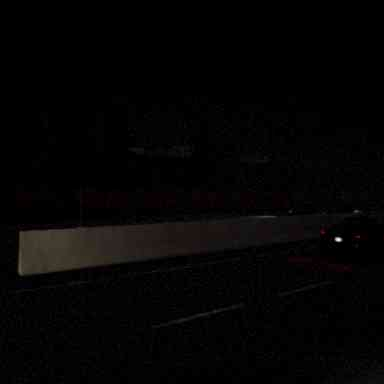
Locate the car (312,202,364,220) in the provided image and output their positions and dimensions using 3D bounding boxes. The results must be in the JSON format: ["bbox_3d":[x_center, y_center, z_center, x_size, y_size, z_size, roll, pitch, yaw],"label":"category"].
[{"bbox_3d":[13.483,1.691,30.631,4.902,1.511,2.128,1,0,-35],"label":"car"}]

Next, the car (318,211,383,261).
[{"bbox_3d":[6.766,1.653,12.806,4.181,1.385,1.994,1,0,-35],"label":"car"}]
